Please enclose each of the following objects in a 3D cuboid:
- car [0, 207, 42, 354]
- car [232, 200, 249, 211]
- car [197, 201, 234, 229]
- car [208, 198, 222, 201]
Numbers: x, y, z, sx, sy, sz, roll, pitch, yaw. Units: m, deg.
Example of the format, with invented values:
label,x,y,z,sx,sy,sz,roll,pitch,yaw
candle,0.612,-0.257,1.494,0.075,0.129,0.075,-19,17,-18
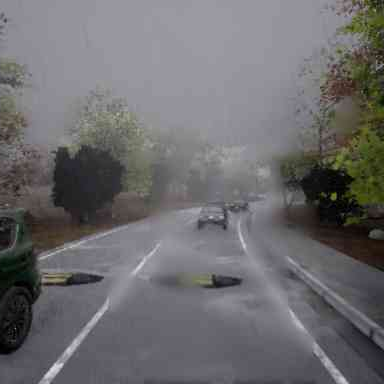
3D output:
label,x,y,z,sx,sy,sz,roll,pitch,yaw
car,-3.528,1.219,3.176,2.150,2.045,5.566,0,0,0
car,6.099,1.626,42.534,1.895,1.301,4.718,2,0,17
car,1.473,1.536,21.891,2.033,1.411,5.357,1,0,8
car,2.970,1.535,44.865,1.895,1.301,4.718,2,0,18
